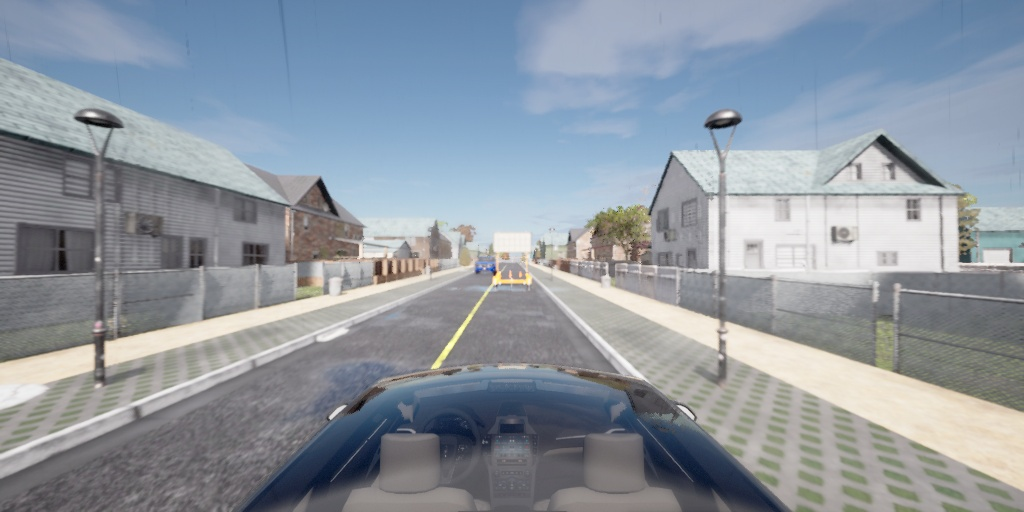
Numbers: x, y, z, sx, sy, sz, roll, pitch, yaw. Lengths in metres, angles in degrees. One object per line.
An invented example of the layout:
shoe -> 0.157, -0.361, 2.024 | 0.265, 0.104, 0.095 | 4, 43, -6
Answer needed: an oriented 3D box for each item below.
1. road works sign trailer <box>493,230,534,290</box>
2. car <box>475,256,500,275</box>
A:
road works sign trailer -> 0.019, 0.215, 22.200 | 2.380, 3.560, 2.880 | 0, 0, 0
car -> -2.825, 0.998, 39.839 | 2.150, 2.045, 5.566 | 0, 0, 0
